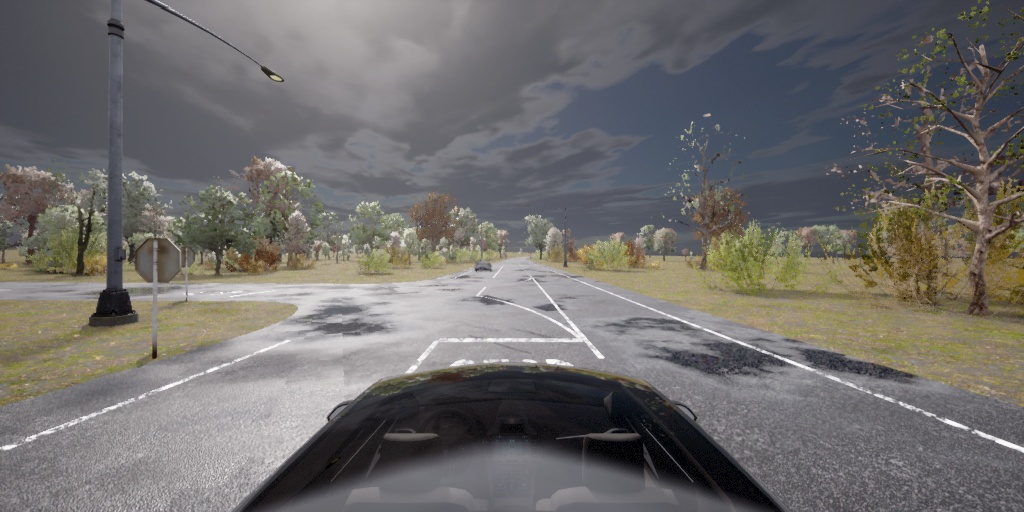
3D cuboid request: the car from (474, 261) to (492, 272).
[{"bbox_3d":[-3.439,1.279,43.847,1.994,1.385,4.181,0,0,0],"label":"car"}]
